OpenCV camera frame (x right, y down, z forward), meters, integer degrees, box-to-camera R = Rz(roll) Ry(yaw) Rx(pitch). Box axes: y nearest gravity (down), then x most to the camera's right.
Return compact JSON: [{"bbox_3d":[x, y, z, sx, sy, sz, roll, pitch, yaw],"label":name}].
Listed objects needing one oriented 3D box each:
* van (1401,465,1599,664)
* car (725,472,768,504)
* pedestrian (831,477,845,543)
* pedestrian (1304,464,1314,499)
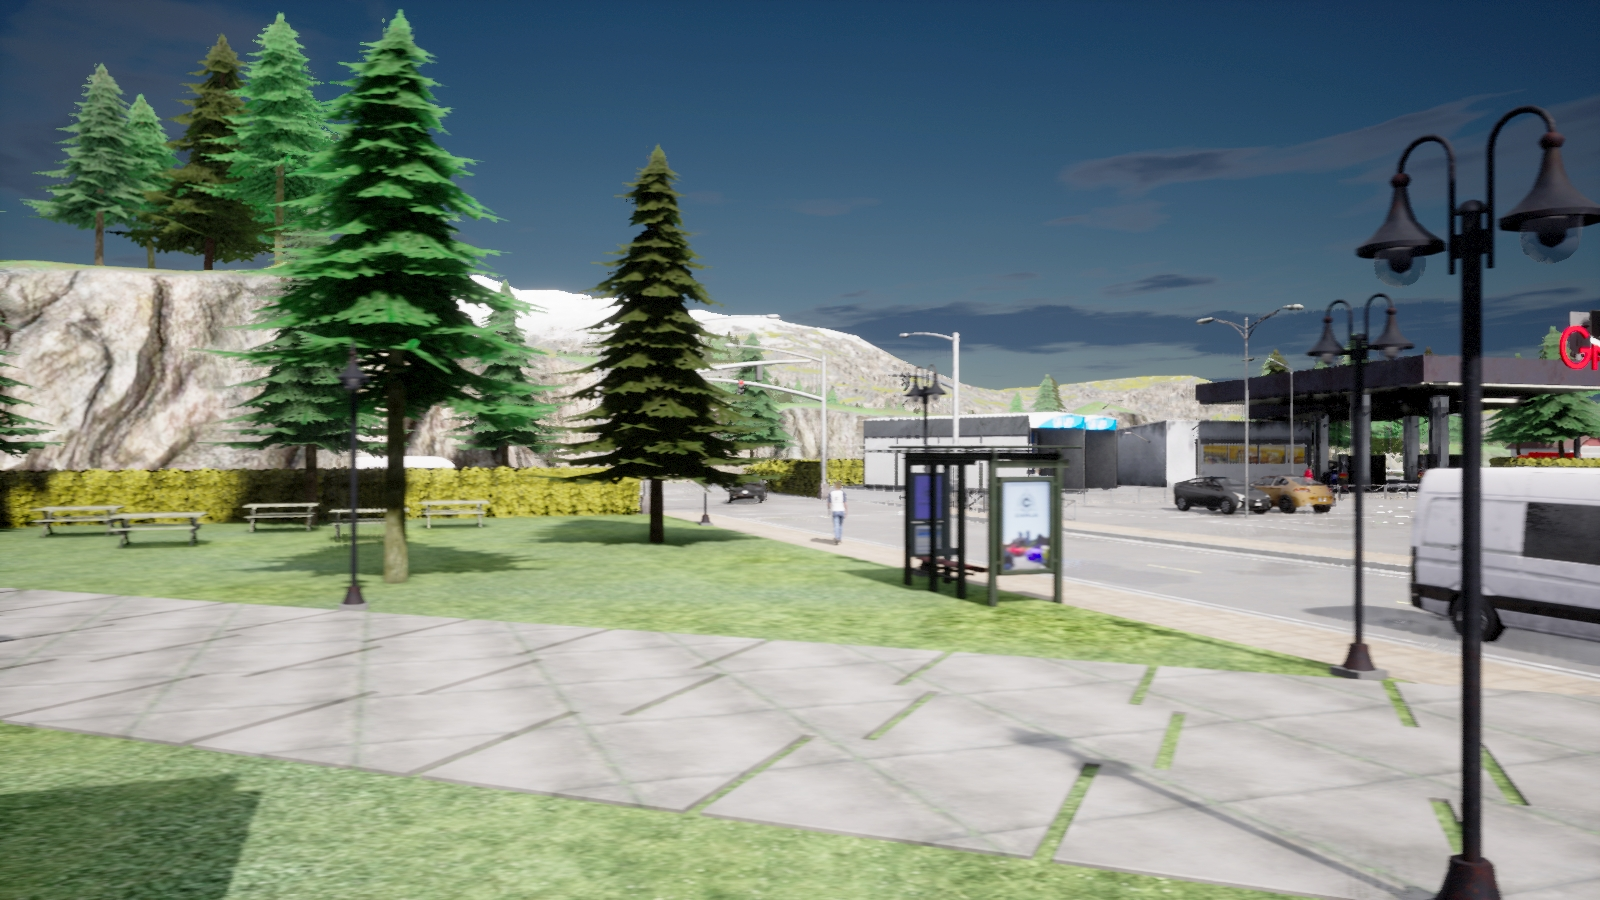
[{"bbox_3d":[11.375,1.528,15.455,1.988,2.561,5.915,0,0,-21],"label":"van"},{"bbox_3d":[-2.858,2.027,62.029,2.097,1.535,5.006,0,0,0],"label":"car"},{"bbox_3d":[1.070,1.690,32.255,0.375,1.860,0.375,0,0,8],"label":"pedestrian"},{"bbox_3d":[27.282,1.686,61.240,0.375,1.860,0.375,0,0,-19],"label":"pedestrian"}]
